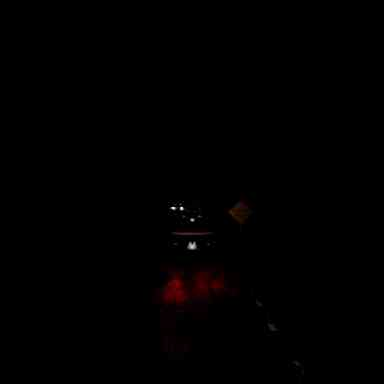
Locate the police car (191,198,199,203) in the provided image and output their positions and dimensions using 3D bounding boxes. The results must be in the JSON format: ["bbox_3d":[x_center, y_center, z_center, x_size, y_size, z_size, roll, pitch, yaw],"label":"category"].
[{"bbox_3d":[0.852,2.469,86.883,1.930,1.638,5.238,0,-1,0],"label":"police car"}]

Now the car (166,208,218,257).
[{"bbox_3d":[0.025,1.636,13.507,2.128,1.511,4.902,0,0,0],"label":"car"}]

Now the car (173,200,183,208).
[{"bbox_3d":[-2.748,2.231,64.980,1.882,1.535,5.008,0,-1,1],"label":"car"}]

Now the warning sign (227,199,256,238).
[{"bbox_3d":[2.460,1.294,16.775,1.300,1.860,1.060,0,0,0],"label":"warning sign"}]

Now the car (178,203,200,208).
[{"bbox_3d":[0.025,1.909,28.243,1.895,1.301,4.718,0,-1,0],"label":"car"}]
